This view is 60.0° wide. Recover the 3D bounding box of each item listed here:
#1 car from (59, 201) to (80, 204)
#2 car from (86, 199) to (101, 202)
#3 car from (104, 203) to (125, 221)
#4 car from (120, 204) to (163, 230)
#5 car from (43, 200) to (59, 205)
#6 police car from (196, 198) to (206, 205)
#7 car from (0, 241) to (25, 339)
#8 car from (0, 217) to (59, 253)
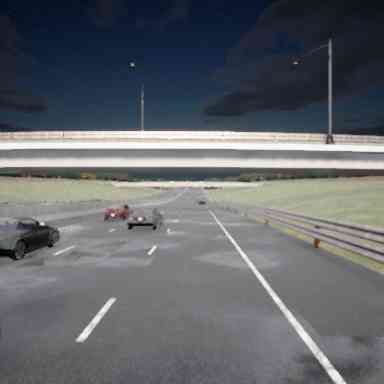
[{"bbox_3d":[-20.143,2.206,56.083,1.895,1.301,4.718,0,-1,2],"label":"car"},{"bbox_3d":[-16.647,1.966,56.253,2.097,1.767,4.553,0,-1,1],"label":"car"},{"bbox_3d":[-6.457,1.735,29.585,1.812,1.442,4.674,0,-1,1],"label":"car"},{"bbox_3d":[-3.078,1.696,22.538,2.033,1.411,5.357,0,0,1],"label":"car"},{"bbox_3d":[-23.633,2.131,56.416,1.812,1.442,4.674,0,-1,1],"label":"car"},{"bbox_3d":[2.711,2.783,90.688,1.930,1.638,5.238,0,-1,1],"label":"police car"},{"bbox_3d":[-3.364,1.487,2.231,1.882,1.535,5.008,0,0,0],"label":"car"},{"bbox_3d":[-6.737,1.637,12.689,1.994,1.385,4.181,0,0,1],"label":"car"}]
